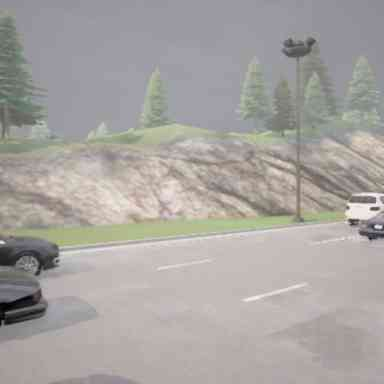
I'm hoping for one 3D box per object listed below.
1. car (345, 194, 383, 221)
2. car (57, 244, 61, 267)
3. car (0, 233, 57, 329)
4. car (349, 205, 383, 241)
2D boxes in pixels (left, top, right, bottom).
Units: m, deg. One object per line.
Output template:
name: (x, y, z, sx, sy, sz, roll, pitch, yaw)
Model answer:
car: (11.995, 1.110, 21.136, 5.566, 2.045, 2.150, 0, 0, -36)
car: (-5.839, 1.502, 8.176, 4.892, 1.490, 1.837, 0, 0, -36)
car: (-4.946, 1.553, 4.516, 5.357, 1.411, 2.033, 0, 0, -36)
car: (9.652, 1.464, 15.083, 5.357, 1.411, 2.033, 0, 0, -36)
